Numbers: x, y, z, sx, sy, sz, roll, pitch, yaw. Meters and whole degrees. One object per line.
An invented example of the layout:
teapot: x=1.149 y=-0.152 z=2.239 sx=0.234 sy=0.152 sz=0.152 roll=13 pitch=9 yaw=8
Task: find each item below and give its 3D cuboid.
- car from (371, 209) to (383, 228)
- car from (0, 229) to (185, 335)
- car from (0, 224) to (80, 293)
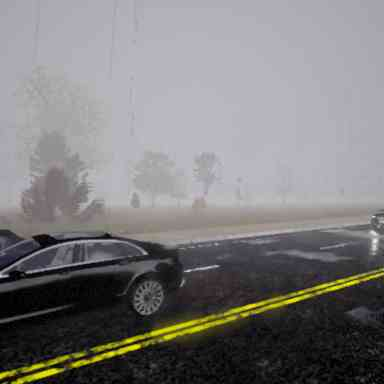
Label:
car: x=13.259 y=1.506 z=21.047 sx=4.902 sy=1.511 sz=2.128 roll=0 pitch=0 yaw=-35
car: x=-2.437 y=1.494 z=5.923 sx=4.902 sy=1.511 sz=2.128 roll=0 pitch=0 yaw=-35
car: x=-5.313 y=1.603 z=7.866 sx=4.718 sy=1.301 sz=1.895 roll=0 pitch=0 yaw=-35
